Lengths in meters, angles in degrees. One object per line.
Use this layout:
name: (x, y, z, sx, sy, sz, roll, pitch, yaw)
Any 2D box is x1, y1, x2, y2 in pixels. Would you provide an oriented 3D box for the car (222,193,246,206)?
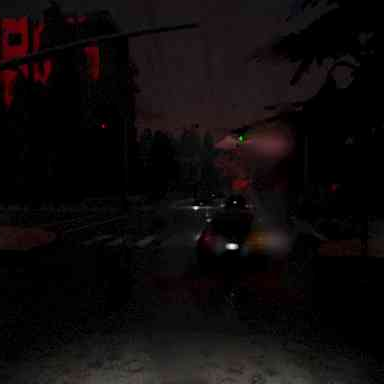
car: (4.497, 0.940, 34.222, 1.994, 1.385, 4.181, 0, 1, 9)

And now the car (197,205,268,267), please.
car: (1.355, 1.357, 10.687, 1.994, 1.385, 4.181, 0, 1, 9)

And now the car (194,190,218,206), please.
car: (1.463, 0.837, 38.513, 2.033, 1.411, 5.357, 0, 1, 10)

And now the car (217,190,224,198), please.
car: (4.416, 0.466, 55.741, 1.837, 1.490, 4.892, 0, 1, 10)

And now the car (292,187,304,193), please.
car: (27.352, -0.236, 86.717, 1.845, 1.501, 3.633, 0, 1, 10)
